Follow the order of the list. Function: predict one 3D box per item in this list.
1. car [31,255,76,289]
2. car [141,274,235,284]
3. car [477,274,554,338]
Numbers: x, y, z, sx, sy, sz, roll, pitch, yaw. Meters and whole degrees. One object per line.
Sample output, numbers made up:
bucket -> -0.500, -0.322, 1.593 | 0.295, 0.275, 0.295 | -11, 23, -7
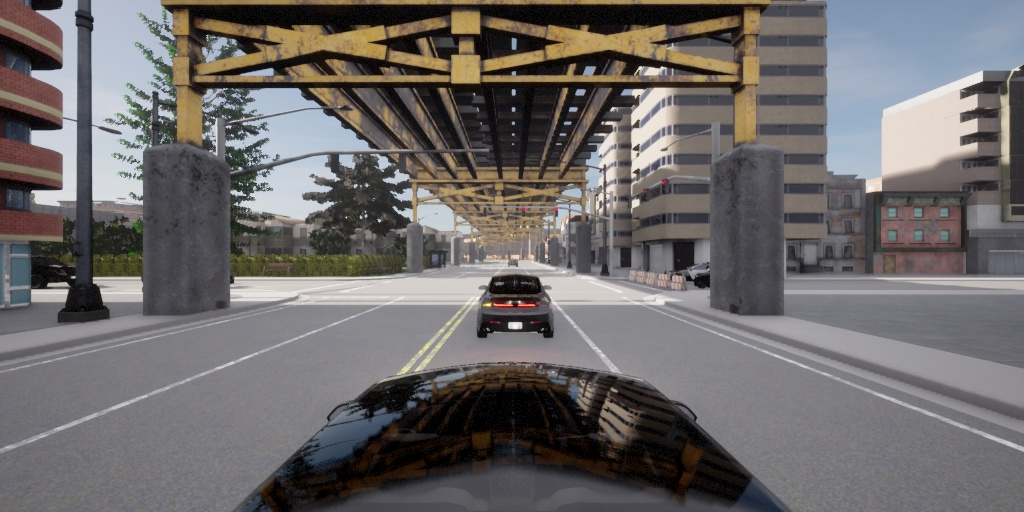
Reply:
car -> -30.046, 0.971, 22.336 | 5.566, 2.045, 2.150 | 0, 0, 0
car -> -20.032, 1.255, 22.275 | 4.892, 1.490, 1.837 | 0, 0, 0
car -> 0.088, 1.255, 10.160 | 1.837, 1.490, 4.892 | 0, 0, 0
